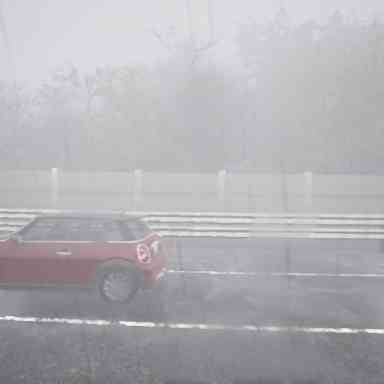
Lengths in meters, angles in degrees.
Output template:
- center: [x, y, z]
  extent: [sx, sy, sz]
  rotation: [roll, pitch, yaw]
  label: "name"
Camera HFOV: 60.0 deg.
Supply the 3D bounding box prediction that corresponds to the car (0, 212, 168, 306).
- center: [-2.884, 1.226, 7.427]
  extent: [4.553, 1.767, 2.097]
  rotation: [1, 1, 6]
  label: "car"
